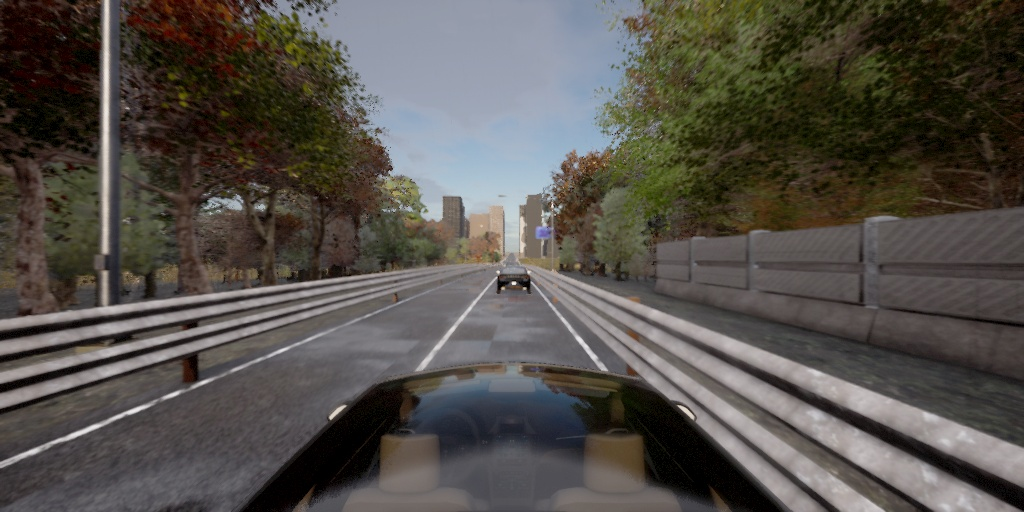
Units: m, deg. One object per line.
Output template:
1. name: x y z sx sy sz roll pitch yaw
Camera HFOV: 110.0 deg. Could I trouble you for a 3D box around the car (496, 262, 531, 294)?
1. car: 0.098 1.308 21.203 1.882 1.535 5.008 0 0 0
